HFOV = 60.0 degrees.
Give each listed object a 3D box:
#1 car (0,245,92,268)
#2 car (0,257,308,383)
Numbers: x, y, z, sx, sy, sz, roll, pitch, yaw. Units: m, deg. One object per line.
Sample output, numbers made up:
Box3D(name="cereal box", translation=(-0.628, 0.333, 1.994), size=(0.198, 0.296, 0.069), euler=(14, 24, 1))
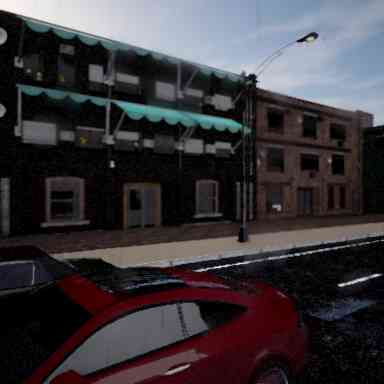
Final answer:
Box3D(name="car", translation=(-3.397, 1.602, 5.255), size=(4.718, 1.301, 1.895), euler=(0, 0, -36))
Box3D(name="car", translation=(-0.831, 1.532, 3.093), size=(4.674, 1.442, 1.812), euler=(0, 0, -36))
